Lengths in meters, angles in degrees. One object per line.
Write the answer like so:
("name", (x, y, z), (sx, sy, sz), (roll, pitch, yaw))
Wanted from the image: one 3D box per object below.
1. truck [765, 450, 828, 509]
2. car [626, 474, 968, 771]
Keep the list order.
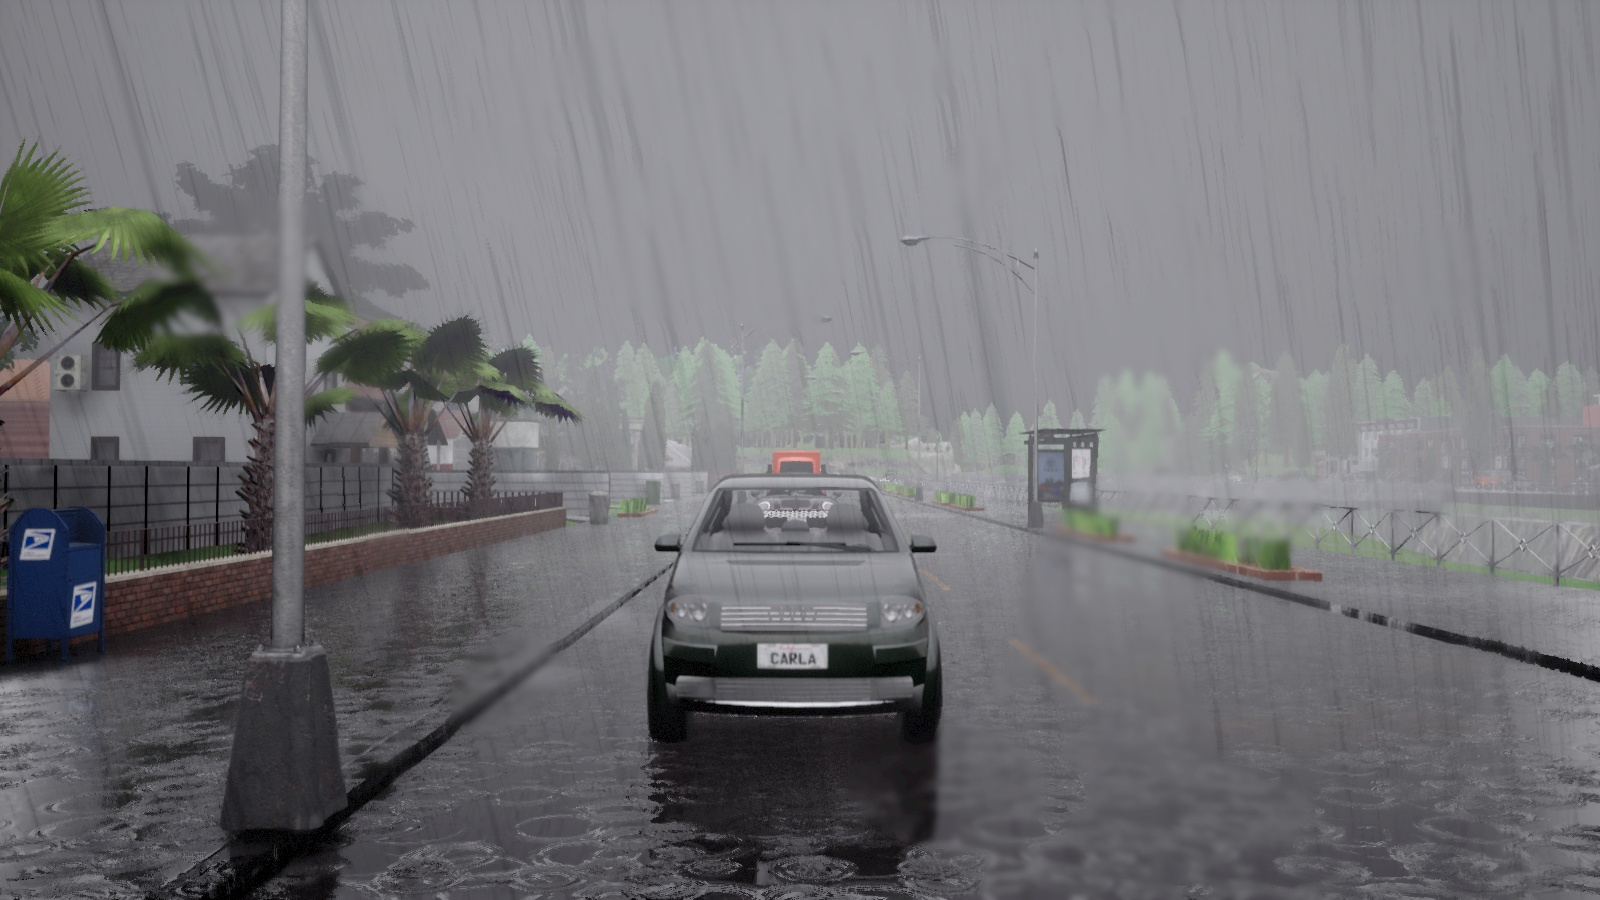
("truck", (-0.142, 1.274, 55.259), (2.627, 2.467, 5.204), (0, -1, 0))
("car", (-0.022, 0.938, 8.445), (1.789, 1.549, 3.705), (0, -1, 0))
